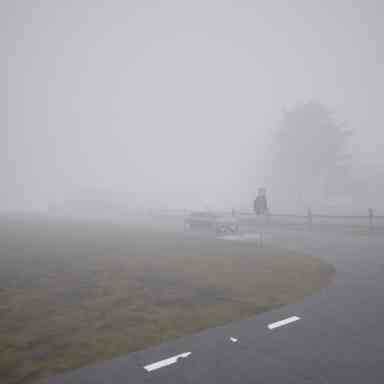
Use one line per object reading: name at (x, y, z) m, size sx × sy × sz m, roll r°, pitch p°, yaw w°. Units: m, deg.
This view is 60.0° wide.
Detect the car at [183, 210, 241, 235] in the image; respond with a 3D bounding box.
car at (1.208, 2.020, 22.521) m, size 1.837 × 1.490 × 4.892 m, roll 0°, pitch -1°, yaw -35°

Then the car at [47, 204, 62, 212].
car at (-25.171, 2.847, 60.741) m, size 1.882 × 1.535 × 5.008 m, roll 0°, pitch -1°, yaw -35°
